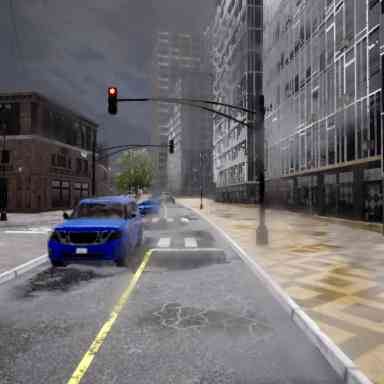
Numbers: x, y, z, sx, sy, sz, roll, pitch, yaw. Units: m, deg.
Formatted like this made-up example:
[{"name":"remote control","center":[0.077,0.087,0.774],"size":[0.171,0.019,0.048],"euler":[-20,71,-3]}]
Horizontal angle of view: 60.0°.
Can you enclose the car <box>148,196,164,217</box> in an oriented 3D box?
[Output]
[{"name":"car","center":[-4.060,1.475,32.082],"size":[1.882,1.535,5.008],"euler":[0,0,-2]}]

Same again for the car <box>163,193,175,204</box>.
[{"name":"car","center":[-4.320,1.498,64.314],"size":[1.837,1.490,4.892],"euler":[0,0,-8]}]

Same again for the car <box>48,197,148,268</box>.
[{"name":"car","center":[-3.042,1.222,11.700],"size":[2.150,2.045,5.566],"euler":[0,0,-2]}]

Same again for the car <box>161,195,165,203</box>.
[{"name":"car","center":[-5.307,1.558,47.753],"size":[1.994,1.385,4.181],"euler":[0,0,-6]}]

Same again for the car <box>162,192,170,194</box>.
[{"name":"car","center":[-5.793,1.045,74.652],"size":[2.150,2.045,5.566],"euler":[0,0,-9]}]
